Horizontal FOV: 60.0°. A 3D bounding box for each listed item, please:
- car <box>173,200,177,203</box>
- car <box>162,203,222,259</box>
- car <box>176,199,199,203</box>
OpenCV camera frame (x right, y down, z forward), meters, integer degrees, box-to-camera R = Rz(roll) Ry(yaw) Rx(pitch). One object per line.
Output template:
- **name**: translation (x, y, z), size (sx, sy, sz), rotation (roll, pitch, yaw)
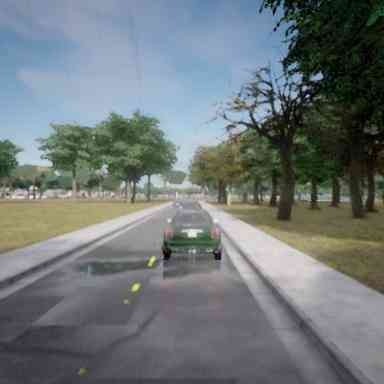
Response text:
- **car**: translation (-2.753, 2.191, 64.992), size (1.812, 1.442, 4.674), rotation (0, -1, 1)
- **car**: translation (0.023, 1.490, 13.425), size (2.097, 1.767, 4.553), rotation (0, -1, 0)
- **car**: translation (0.027, 1.643, 28.426), size (2.097, 1.767, 4.553), rotation (0, -1, 1)
